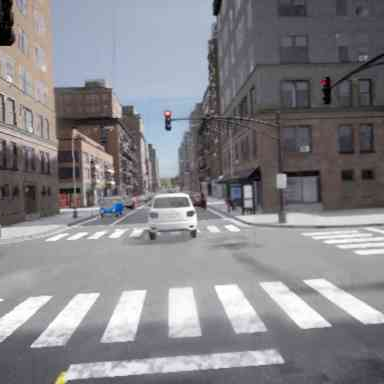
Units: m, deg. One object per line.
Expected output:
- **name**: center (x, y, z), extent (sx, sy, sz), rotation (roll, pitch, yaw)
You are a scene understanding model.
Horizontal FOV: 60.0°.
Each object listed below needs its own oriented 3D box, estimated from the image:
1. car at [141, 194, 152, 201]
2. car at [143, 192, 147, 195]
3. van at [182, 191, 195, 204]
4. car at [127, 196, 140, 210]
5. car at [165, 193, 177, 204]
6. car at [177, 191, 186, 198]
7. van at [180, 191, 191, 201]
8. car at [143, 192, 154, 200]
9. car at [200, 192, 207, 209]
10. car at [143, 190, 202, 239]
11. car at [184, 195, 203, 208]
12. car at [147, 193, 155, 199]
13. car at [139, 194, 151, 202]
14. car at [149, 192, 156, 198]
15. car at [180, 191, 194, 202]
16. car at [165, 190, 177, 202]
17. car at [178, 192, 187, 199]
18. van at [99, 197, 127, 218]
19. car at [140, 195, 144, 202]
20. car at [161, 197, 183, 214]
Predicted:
- **car**: center (-10.000, 1.231, 73.468), extent (1.947, 1.339, 4.313), rotation (-3, 1, -4)
- **car**: center (-9.314, 1.275, 62.508), extent (1.752, 1.417, 4.829), rotation (-3, 1, -4)
- **van**: center (-0.587, 0.822, 52.391), extent (1.690, 1.788, 3.998), rotation (-3, 1, -4)
- **car**: center (-7.968, 1.481, 41.095), extent (1.947, 1.339, 4.313), rotation (-3, 1, -4)
- **car**: center (-3.461, 1.051, 55.383), extent (1.882, 1.535, 5.008), rotation (-2, 1, -4)
- **car**: center (-2.653, 0.672, 84.762), extent (1.967, 1.590, 4.097), rotation (-3, 1, -4)
- **van**: center (-1.277, 0.739, 63.182), extent (1.690, 1.788, 3.998), rotation (-3, 1, -4)
- **car**: center (-10.349, 0.938, 78.861), extent (2.192, 1.841, 5.009), rotation (-3, 1, -4)
- **car**: center (0.447, 0.919, 36.205), extent (2.192, 1.841, 5.009), rotation (-3, 1, -4)
- **car**: center (-0.989, 1.087, 16.770), extent (2.150, 2.045, 5.566), rotation (-3, 1, -3)
- **car**: center (0.112, 1.114, 41.603), extent (2.008, 1.369, 4.403), rotation (-3, 1, -4)
- **car**: center (-11.015, 1.122, 89.655), extent (1.802, 1.307, 4.206), rotation (-3, 1, -4)
- **car**: center (-9.662, 1.258, 68.072), extent (2.008, 1.369, 4.403), rotation (-3, 1, -4)
- **car**: center (-11.358, 0.843, 94.943), extent (1.690, 1.788, 3.998), rotation (-3, 1, -4)
- **car**: center (-0.933, 0.754, 57.786), extent (2.192, 1.841, 5.009), rotation (-3, 1, -4)
- **car**: center (-4.129, 0.725, 65.809), extent (2.150, 2.045, 5.566), rotation (-2, 1, -4)
- **car**: center (-2.315, 0.797, 79.538), extent (1.752, 1.417, 4.829), rotation (-3, 1, -4)
- **van**: center (-7.301, 1.340, 30.302), extent (1.690, 1.788, 3.998), rotation (-3, 1, -4)
- **car**: center (-8.308, 1.419, 46.490), extent (1.887, 1.381, 4.507), rotation (-3, 1, -4)
- **car**: center (-2.056, 1.278, 34.402), extent (2.033, 1.411, 5.357), rotation (-2, 1, -3)
